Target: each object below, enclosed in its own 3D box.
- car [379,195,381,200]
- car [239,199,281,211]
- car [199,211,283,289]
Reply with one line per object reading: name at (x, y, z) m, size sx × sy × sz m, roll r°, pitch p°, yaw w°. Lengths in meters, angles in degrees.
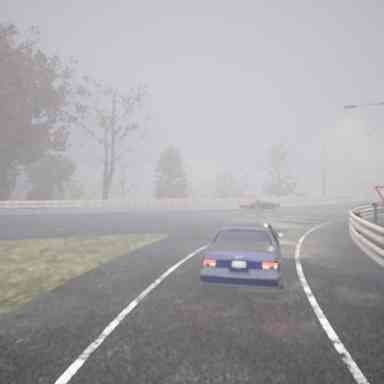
car at (41.093, 0.992, 71.066) m, size 1.882 × 1.535 × 5.008 m, roll 0°, pitch 0°, yaw 30°
car at (7.474, 1.417, 36.329) m, size 4.718 × 1.301 × 1.895 m, roll 0°, pitch 0°, yaw -32°
car at (1.499, 1.493, 9.144) m, size 2.033 × 1.411 × 5.357 m, roll 0°, pitch 0°, yaw 13°
